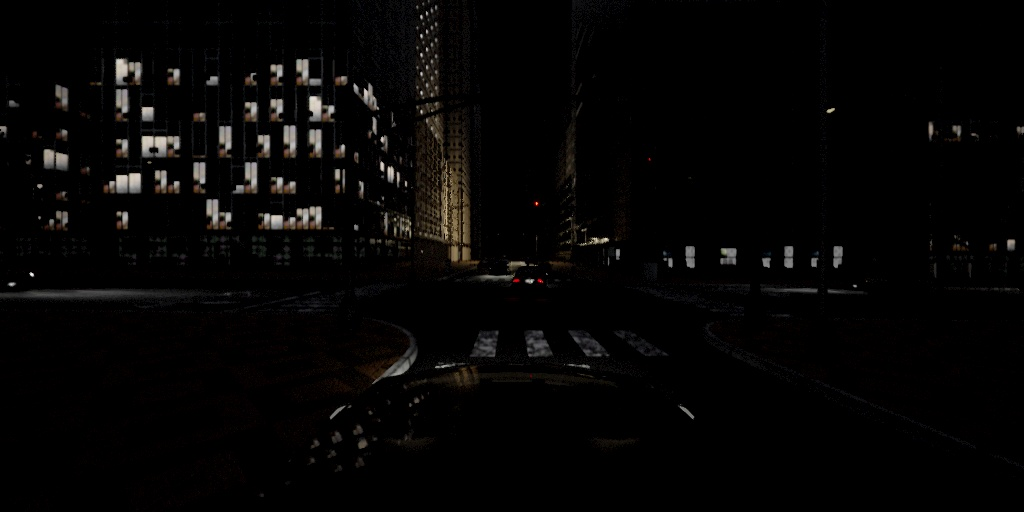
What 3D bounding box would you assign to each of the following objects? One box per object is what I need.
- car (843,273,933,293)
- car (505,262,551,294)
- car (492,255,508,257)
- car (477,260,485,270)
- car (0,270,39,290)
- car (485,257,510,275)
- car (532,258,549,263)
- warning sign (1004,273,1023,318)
[{"bbox_3d":[25.913,1.808,24.864,4.718,1.301,1.895,1,0,-3],"label":"car"},{"bbox_3d":[1.025,1.295,20.436,2.033,1.411,5.357,0,0,5],"label":"car"},{"bbox_3d":[-1.515,0.901,56.813,2.150,2.045,5.566,0,0,0],"label":"car"},{"bbox_3d":[-3.993,1.273,51.066,1.802,1.307,4.207,0,0,0],"label":"car"},{"bbox_3d":[-24.419,0.907,15.856,4.718,1.301,1.895,1,0,-3],"label":"car"},{"bbox_3d":[-1.479,1.192,38.417,1.882,1.535,5.008,0,0,0],"label":"car"},{"bbox_3d":[3.956,1.267,45.568,1.948,1.339,4.313,0,0,0],"label":"car"},{"bbox_3d":[17.281,1.190,11.757,1.060,1.860,1.300,0,0,-3],"label":"warning sign"}]
